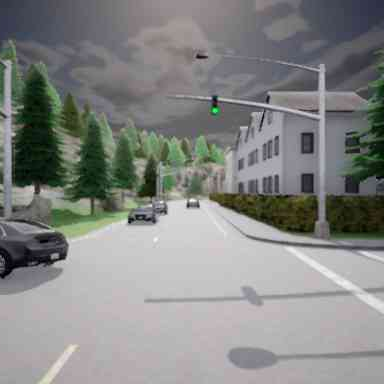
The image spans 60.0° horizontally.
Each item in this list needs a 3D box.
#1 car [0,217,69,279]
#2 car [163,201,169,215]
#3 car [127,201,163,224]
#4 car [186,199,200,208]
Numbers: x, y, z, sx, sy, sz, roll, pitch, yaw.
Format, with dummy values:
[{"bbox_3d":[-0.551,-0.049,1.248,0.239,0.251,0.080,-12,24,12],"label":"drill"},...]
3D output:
[{"bbox_3d":[-6.068,1.526,9.973,4.892,1.490,1.837,0,-3,19],"label":"car"},{"bbox_3d":[-3.556,1.623,35.173,1.994,1.385,4.181,0,0,0],"label":"car"},{"bbox_3d":[-3.576,1.606,25.173,1.994,1.385,4.181,0,0,0],"label":"car"},{"bbox_3d":[0.144,1.646,48.969,1.994,1.385,4.181,0,0,0],"label":"car"}]
